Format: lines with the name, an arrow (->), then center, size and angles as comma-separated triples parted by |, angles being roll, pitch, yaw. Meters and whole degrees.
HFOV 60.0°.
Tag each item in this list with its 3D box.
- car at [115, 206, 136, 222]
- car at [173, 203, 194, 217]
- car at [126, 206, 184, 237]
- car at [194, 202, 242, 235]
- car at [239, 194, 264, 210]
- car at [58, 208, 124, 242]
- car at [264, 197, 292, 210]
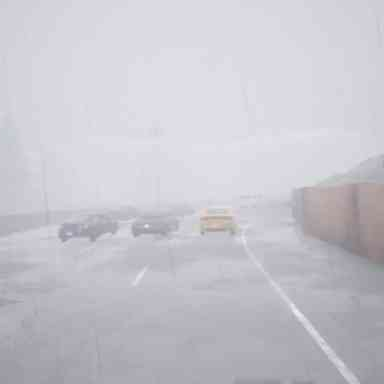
car -> -6.251, 1.999, 31.301 | 1.812, 1.442, 4.674 | -3, -1, 21
car -> -1.107, 1.882, 34.783 | 1.994, 1.385, 4.181 | -2, 0, 22
car -> -2.067, 1.796, 19.818 | 1.994, 1.385, 4.181 | -2, 0, 10
car -> 1.687, 1.574, 19.633 | 1.882, 1.535, 5.008 | -3, -1, 11
car -> 8.259, 1.280, 44.353 | 2.150, 2.045, 5.566 | -3, -1, 36
car -> -5.691, 1.878, 18.625 | 1.812, 1.442, 4.674 | -2, 0, 9
car -> 11.503, 1.406, 42.763 | 1.882, 1.535, 5.008 | -3, -1, 36
